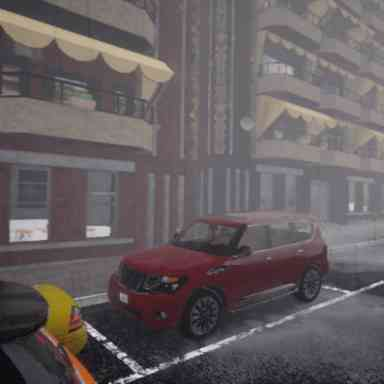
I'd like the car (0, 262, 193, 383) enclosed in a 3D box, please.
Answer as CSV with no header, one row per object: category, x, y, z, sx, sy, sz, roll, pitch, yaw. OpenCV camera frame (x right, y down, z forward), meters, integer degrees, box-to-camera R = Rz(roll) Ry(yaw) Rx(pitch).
car,-2.443,1.372,1.027,4.553,1.767,2.097,0,-1,-38

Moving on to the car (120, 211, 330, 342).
car,0.882,1.387,6.886,5.009,1.841,2.192,0,1,-38

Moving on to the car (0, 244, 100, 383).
car,-3.597,1.574,3.357,4.829,1.417,1.752,0,1,-38
